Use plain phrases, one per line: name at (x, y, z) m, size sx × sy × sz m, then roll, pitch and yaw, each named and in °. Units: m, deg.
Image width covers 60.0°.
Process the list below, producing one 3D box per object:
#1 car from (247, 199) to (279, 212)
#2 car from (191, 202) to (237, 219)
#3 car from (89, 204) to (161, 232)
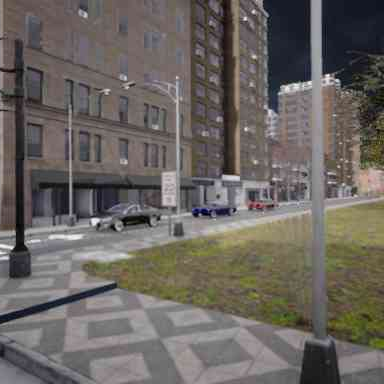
car at (7.840, 1.431, 36.606) m, size 1.895 × 1.301 × 4.718 m, roll -1°, pitch 0°, yaw 36°
car at (1.927, 1.503, 28.353) m, size 1.895 × 1.301 × 4.718 m, roll -1°, pitch 0°, yaw 36°
car at (-3.927, 1.469, 20.169) m, size 2.128 × 1.511 × 4.902 m, roll -1°, pitch 0°, yaw 36°
